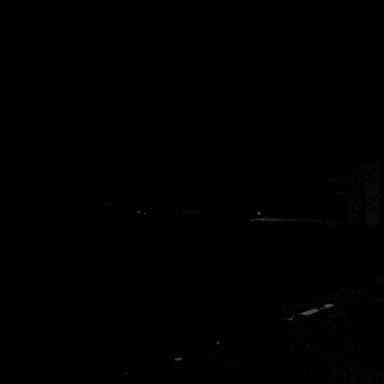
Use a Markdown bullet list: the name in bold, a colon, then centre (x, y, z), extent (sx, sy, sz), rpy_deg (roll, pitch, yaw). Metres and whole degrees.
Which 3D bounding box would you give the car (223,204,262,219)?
- **car**: centre (5.434, 2.026, 36.048), extent (2.128, 1.511, 4.902), rpy_deg (-1, 0, -36)

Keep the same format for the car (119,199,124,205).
- **car**: centre (-13.539, 2.095, 68.869), extent (1.812, 1.442, 4.674), rpy_deg (-1, 1, -36)

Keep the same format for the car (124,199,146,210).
- **car**: centre (-9.491, 2.290, 57.003), extent (1.994, 1.385, 4.181), rpy_deg (-1, 1, -35)
